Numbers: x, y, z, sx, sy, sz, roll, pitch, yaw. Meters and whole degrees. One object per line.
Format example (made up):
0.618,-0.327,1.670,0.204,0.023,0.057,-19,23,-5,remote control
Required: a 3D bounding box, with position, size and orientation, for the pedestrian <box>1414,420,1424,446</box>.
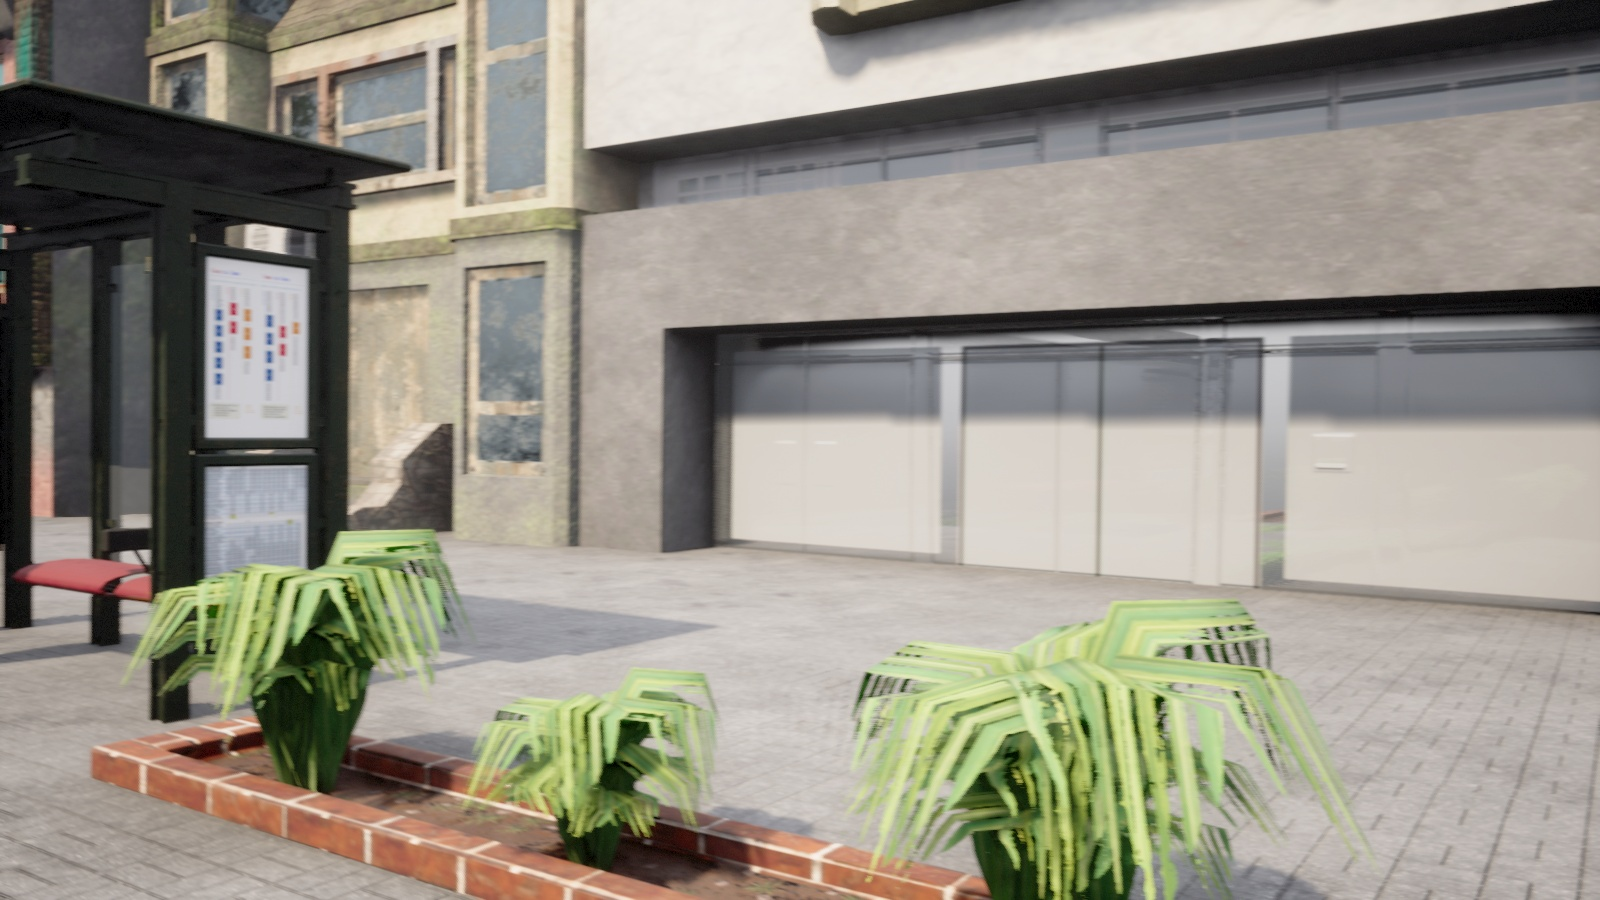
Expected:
42.484,-1.168,86.142,0.594,1.836,0.345,0,1,33,pedestrian
